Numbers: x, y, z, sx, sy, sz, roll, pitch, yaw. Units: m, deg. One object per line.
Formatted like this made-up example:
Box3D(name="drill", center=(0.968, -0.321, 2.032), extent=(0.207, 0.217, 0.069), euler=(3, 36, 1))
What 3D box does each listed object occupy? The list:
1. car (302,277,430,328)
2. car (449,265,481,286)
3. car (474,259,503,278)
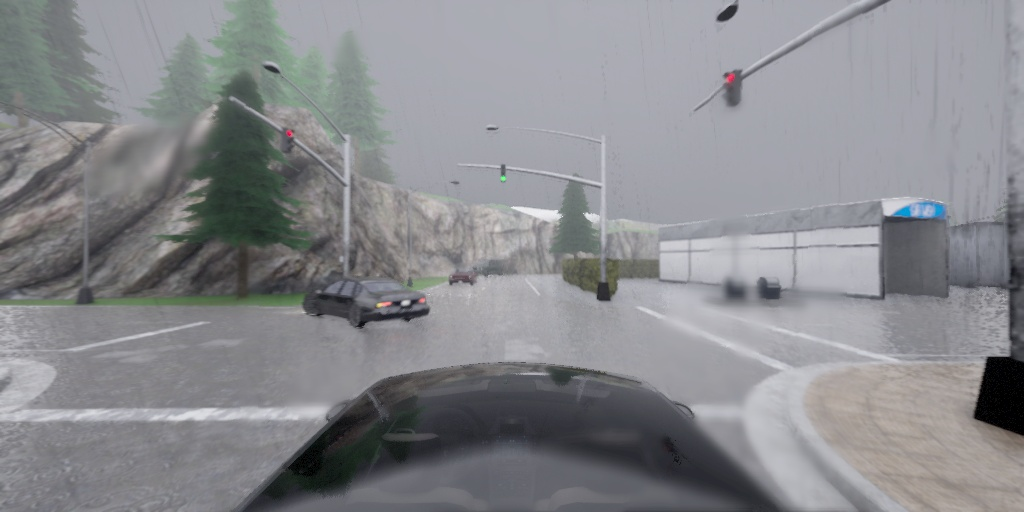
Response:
Box3D(name="car", center=(-4.970, 1.394, 11.826), extent=(5.357, 1.411, 2.033), euler=(0, -1, 40))
Box3D(name="car", center=(-3.873, 1.647, 29.023), extent=(1.895, 1.301, 4.718), euler=(0, -1, -1))
Box3D(name="car", center=(-3.025, 1.417, 41.991), extent=(2.150, 2.045, 5.566), euler=(-1, -1, 26))
